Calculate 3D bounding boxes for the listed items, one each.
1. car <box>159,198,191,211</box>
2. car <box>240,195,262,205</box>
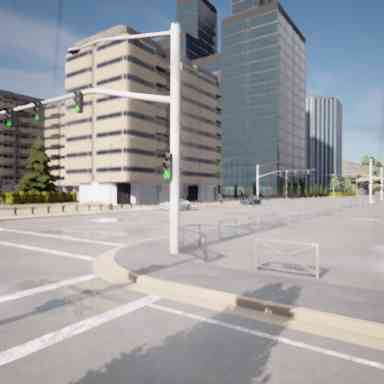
[{"bbox_3d":[-1.842,1.440,37.917,1.812,1.442,4.674,0,0,34],"label":"car"},{"bbox_3d":[9.732,1.277,54.725,2.097,1.767,4.553,0,0,34],"label":"car"}]
